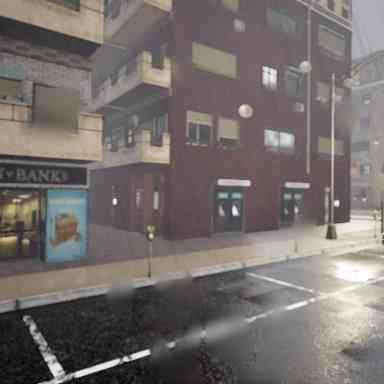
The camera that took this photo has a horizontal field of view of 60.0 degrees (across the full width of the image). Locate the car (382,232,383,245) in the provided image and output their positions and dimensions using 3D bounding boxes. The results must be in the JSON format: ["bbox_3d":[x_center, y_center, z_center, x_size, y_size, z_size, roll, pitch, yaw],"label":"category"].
[{"bbox_3d":[9.255,1.537,13.258,4.403,1.369,2.008,0,1,-35],"label":"car"}]
